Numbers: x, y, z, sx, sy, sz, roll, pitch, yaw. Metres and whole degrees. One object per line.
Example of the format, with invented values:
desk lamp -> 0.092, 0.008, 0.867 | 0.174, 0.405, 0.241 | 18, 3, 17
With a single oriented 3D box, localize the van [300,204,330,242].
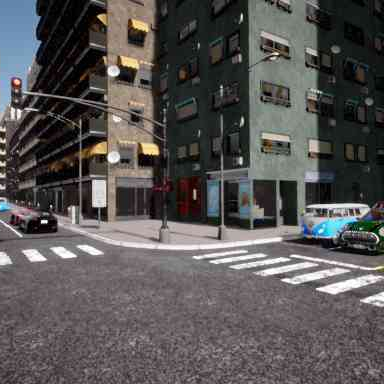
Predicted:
van -> 6.955, 1.466, 15.997 | 3.998, 1.788, 1.690 | 0, -1, -34

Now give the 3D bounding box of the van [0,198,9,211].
van -> -25.208, 1.641, 43.779 | 1.690, 1.788, 3.998 | 1, -1, -34

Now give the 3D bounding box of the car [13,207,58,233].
car -> -9.595, 1.743, 20.708 | 1.947, 1.339, 4.313 | 1, -1, -34

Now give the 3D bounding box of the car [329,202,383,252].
car -> 8.046, 1.429, 13.620 | 4.553, 1.767, 2.097 | 0, -1, -34

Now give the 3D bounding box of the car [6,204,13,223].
car -> -12.718, 1.783, 25.321 | 1.802, 1.307, 4.206 | 1, -1, -34
